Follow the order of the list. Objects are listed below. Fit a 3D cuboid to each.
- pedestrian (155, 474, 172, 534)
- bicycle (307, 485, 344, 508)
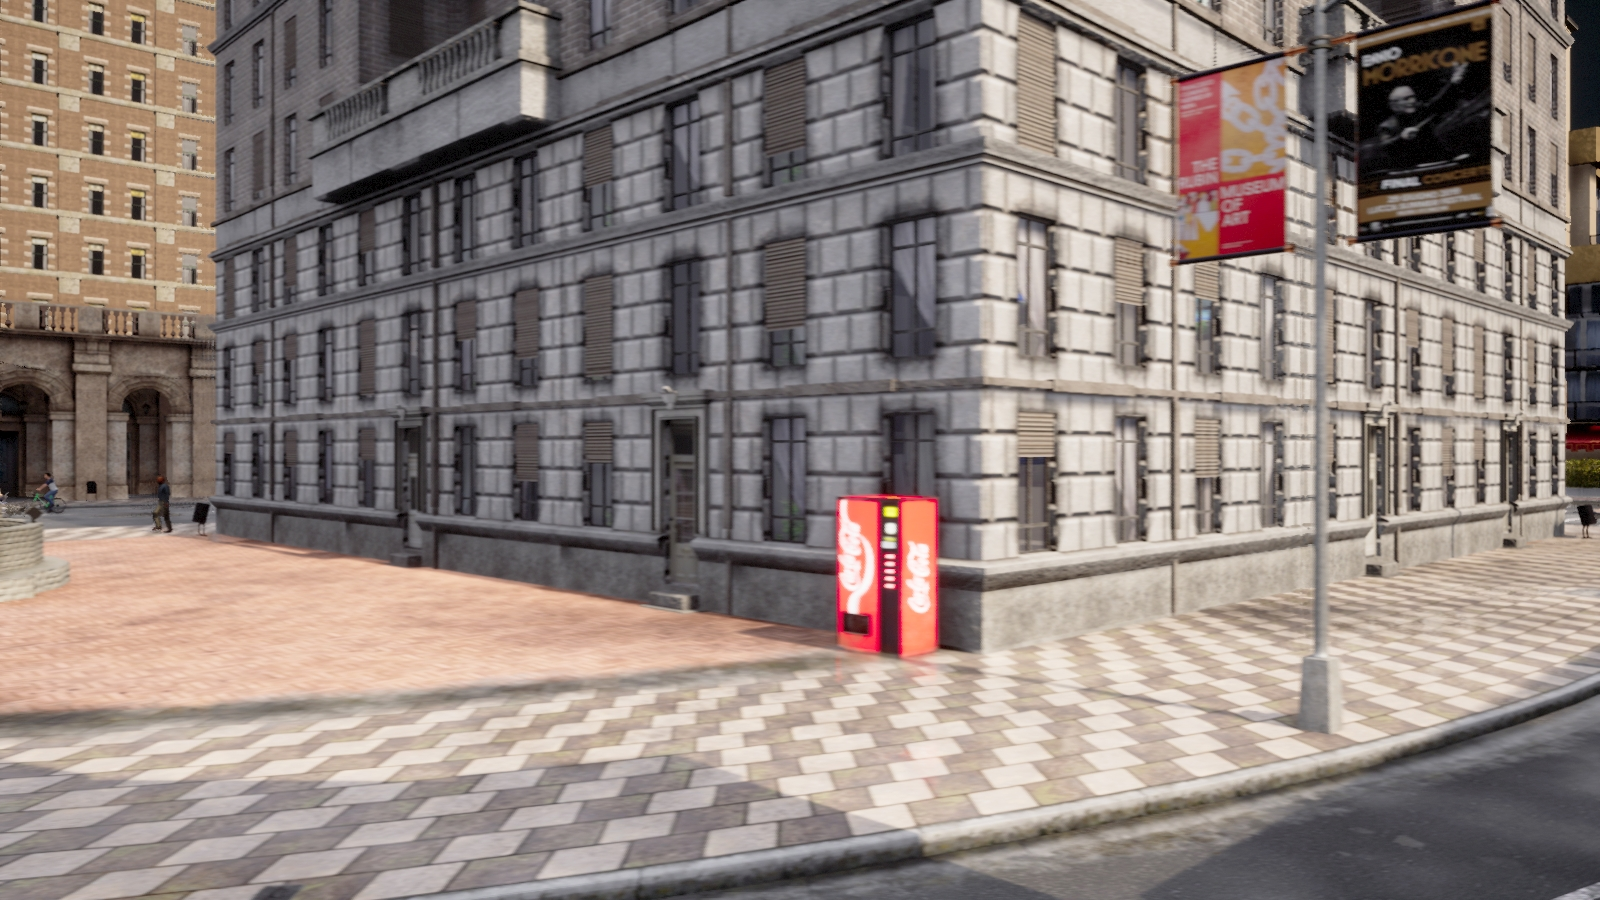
[{"bbox_3d":[-20.070,1.707,36.018,0.375,1.860,0.375,0,0,41],"label":"pedestrian"},{"bbox_3d":[-23.299,2.272,56.096,1.487,1.080,0.859,0,0,-44],"label":"bicycle"}]
